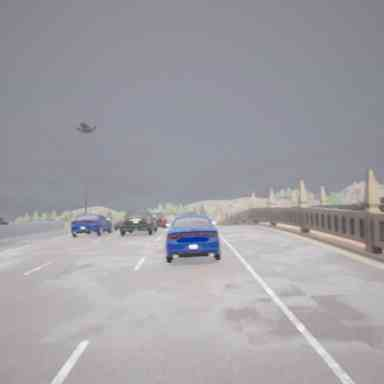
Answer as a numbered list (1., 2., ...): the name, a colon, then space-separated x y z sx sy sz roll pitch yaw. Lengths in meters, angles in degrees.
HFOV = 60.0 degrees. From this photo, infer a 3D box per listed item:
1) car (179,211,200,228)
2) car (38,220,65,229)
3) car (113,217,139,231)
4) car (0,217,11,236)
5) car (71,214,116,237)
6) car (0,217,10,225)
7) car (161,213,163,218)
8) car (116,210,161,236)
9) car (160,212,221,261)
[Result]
1. car: -0.251 2.768 33.107 1.837 1.490 4.892 -3 -6 -1
2. car: -14.358 3.440 32.872 2.033 1.411 5.357 -3 -6 0
3. car: -7.281 3.575 37.089 1.994 1.385 4.181 -3 -6 -1
4. car: -21.366 3.600 34.472 2.150 2.045 5.566 -3 -6 -1
5. car: -7.140 2.358 24.109 1.882 1.535 5.008 -3 -4 -1
6. car: -17.852 3.239 29.661 1.882 1.535 5.008 -3 -5 0
7. car: -3.792 3.163 36.760 2.097 1.767 4.553 -3 -6 -1
8. car: -3.642 2.035 23.435 2.097 1.767 4.553 -3 -3 -1
9. car: 0.001 1.637 13.113 1.882 1.535 5.008 -3 -1 -1
